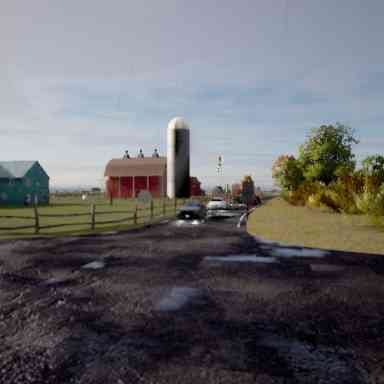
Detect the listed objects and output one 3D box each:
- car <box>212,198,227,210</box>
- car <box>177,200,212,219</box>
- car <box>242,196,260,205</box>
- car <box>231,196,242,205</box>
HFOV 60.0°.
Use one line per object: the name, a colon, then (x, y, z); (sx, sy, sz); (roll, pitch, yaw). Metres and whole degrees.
car: (3.181, 1.484, 41.764); (1.812, 1.442, 4.674); (0, 1, 13)
car: (0.138, 1.517, 28.837); (2.033, 1.411, 5.357); (0, 0, 11)
car: (10.090, 1.482, 56.339); (1.812, 1.442, 4.674); (0, 0, 15)
car: (8.283, 1.460, 60.191); (1.837, 1.490, 4.892); (0, 0, 15)
